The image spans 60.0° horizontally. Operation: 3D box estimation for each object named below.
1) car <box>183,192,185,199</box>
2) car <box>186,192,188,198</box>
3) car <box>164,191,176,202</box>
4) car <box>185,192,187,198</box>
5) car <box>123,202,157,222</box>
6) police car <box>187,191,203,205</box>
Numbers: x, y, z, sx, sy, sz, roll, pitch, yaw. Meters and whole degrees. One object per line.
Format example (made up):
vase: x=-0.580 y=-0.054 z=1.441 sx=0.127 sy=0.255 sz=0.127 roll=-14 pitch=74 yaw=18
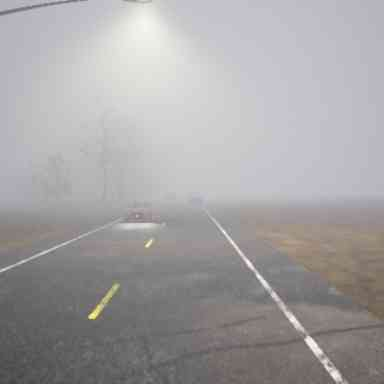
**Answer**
car: x=-1.236 y=0.742 z=84.529 sx=2.097 sy=1.767 sz=4.553 roll=0 pitch=0 yaw=-2
car: x=0.430 y=1.096 z=59.836 sx=1.882 sy=1.535 sz=5.008 roll=0 pitch=0 yaw=-1
car: x=-4.266 y=0.804 z=65.969 sx=2.150 sy=2.045 sz=5.566 roll=0 pitch=1 yaw=-1
car: x=0.298 y=0.809 z=65.869 sx=2.150 sy=2.045 sz=5.566 roll=0 pitch=0 yaw=-1
car: x=-3.704 y=1.398 z=24.301 sx=1.994 sy=1.385 sz=4.181 roll=0 pitch=0 yaw=0
police car: x=0.620 y=1.100 z=49.937 sx=1.930 sy=1.638 sz=5.238 roll=0 pitch=0 yaw=-1
